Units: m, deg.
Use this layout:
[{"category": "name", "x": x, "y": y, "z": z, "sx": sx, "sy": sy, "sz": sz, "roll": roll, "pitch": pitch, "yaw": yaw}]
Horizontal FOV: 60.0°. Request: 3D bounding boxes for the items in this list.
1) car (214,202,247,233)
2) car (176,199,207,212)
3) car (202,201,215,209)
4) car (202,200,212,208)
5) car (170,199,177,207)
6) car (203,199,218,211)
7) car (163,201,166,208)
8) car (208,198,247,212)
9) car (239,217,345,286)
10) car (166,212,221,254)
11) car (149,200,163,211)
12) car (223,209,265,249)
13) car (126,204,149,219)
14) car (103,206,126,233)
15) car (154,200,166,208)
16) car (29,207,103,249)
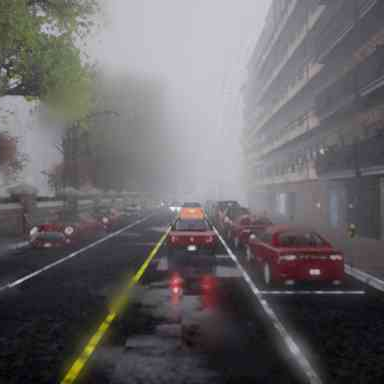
[{"category": "car", "x": 2.687, "y": 1.641, "z": 20.769, "sx": 1.967, "sy": 1.590, "sz": 4.097, "roll": 0, "pitch": -1, "yaw": 0}, {"category": "car", "x": 0.000, "y": 1.632, "z": 29.068, "sx": 2.097, "sy": 1.767, "sz": 4.553, "roll": 0, "pitch": -1, "yaw": 0}, {"category": "car", "x": 2.684, "y": 2.105, "z": 54.548, "sx": 1.947, "sy": 1.339, "sz": 4.313, "roll": 0, "pitch": -1, "yaw": 0}, {"category": "car", "x": 2.683, "y": 2.126, "z": 60.350, "sx": 1.752, "sy": 1.417, "sz": 4.829, "roll": 0, "pitch": -1, "yaw": 0}, {"category": "car", "x": -3.052, "y": 2.130, "z": 63.936, "sx": 2.128, "sy": 1.511, "sz": 4.902, "roll": 0, "pitch": -1, "yaw": 1}, {"category": "car", "x": 2.684, "y": 1.921, "z": 48.919, "sx": 1.967, "sy": 1.590, "sz": 4.097, "roll": 0, "pitch": -1, "yaw": 0}, {"category": "car", "x": -5.696, "y": 2.090, "z": 54.547, "sx": 2.008, "sy": 1.369, "sz": 4.403, "roll": 0, "pitch": -1, "yaw": 0}, {"category": "car", "x": 2.685, "y": 1.571, "z": 26.400, "sx": 2.192, "sy": 1.841, "sz": 5.009, "roll": 0, "pitch": -1, "yaw": 0}, {"category": "car", "x": 2.688, "y": 1.636, "z": 9.509, "sx": 1.887, "sy": 1.381, "sz": 4.507, "roll": 0, "pitch": -1, "yaw": 0}, {"category": "car", "x": 0.000, "y": 1.736, "z": 14.103, "sx": 1.895, "sy": 1.301, "sz": 4.718, "roll": 0, "pitch": -1, "yaw": 0}, {"category": "car", "x": -5.696, "y": 2.004, "z": 48.747, "sx": 1.752, "sy": 1.417, "sz": 4.829, "roll": 0, "pitch": -1, "yaw": 0}, {"category": "car", "x": 2.687, "y": 1.690, "z": 15.139, "sx": 1.887, "sy": 1.381, "sz": 4.507, "roll": 0, "pitch": -1, "yaw": 0}, {"category": "car", "x": -5.694, "y": 1.862, "z": 32.027, "sx": 2.008, "sy": 1.369, "sz": 4.403, "roll": 0, "pitch": -1, "yaw": 0}, {"category": "car", "x": -5.694, "y": 1.641, "z": 20.767, "sx": 1.967, "sy": 1.590, "sz": 4.097, "roll": 0, "pitch": -1, "yaw": 0}, {"category": "car", "x": -5.698, "y": 2.122, "z": 60.008, "sx": 1.752, "sy": 1.417, "sz": 4.829, "roll": 0, "pitch": -1, "yaw": 0}, {"category": "car", "x": -5.693, "y": 1.586, "z": 15.139, "sx": 1.967, "sy": 1.590, "sz": 4.097, "roll": 0, "pitch": -1, "yaw": 0}]
